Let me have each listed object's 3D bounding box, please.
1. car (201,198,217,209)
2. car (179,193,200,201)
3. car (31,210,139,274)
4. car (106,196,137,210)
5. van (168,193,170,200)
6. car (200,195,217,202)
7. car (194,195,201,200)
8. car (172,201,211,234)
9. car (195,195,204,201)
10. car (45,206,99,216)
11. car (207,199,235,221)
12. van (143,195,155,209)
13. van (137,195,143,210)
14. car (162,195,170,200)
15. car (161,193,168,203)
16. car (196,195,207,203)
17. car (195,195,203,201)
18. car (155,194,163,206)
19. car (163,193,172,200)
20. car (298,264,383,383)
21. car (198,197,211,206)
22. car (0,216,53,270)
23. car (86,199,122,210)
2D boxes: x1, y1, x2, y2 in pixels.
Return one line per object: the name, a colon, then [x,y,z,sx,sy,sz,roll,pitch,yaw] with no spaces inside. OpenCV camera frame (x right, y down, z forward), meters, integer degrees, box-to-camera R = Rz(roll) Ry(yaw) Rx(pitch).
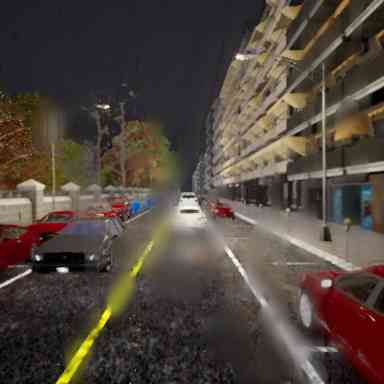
car: [2.146,1.484,43.304,1.802,1.307,4.206,0,0,-1]
car: [-0.412,1.145,40.157,2.150,2.045,5.566,0,0,-1]
car: [-3.213,1.536,10.865,2.033,1.411,5.357,0,0,-1]
car: [-6.016,1.293,26.304,2.192,1.841,5.009,0,0,-1]
van: [-6.674,1.265,76.972,1.690,1.788,3.998,0,0,-1]
car: [2.218,1.350,37.674,1.967,1.590,4.097,0,0,-1]
car: [1.486,1.433,93.974,1.947,1.339,4.313,0,0,-1]
car: [-0.137,1.477,18.744,1.812,1.442,4.674,0,0,0]
car: [1.704,1.396,77.252,1.752,1.417,4.829,0,0,-1]
car: [-5.867,1.540,15.046,1.887,1.381,4.507,0,0,-1]
car: [2.366,1.507,26.413,1.802,1.307,4.206,0,0,-1]
van: [-6.235,1.296,43.194,1.690,1.788,3.998,0,0,-1]
van: [-6.088,1.312,31.934,1.690,1.788,3.998,0,0,-1]
car: [-6.820,1.466,88.233,1.887,1.381,4.507,0,0,-1]
car: [-6.528,1.245,65.713,2.192,1.841,5.009,0,0,-1]
car: [1.852,1.317,65.822,1.967,1.590,4.097,0,0,-1]
car: [1.633,1.451,82.712,1.802,1.307,4.206,0,0,-1]
car: [-6.380,1.507,54.454,1.947,1.339,4.313,0,0,-1]
car: [-6.894,1.235,93.864,2.192,1.841,5.009,0,0,-1]
car: [2.660,1.516,3.897,1.887,1.381,4.507,0,0,-1]
car: [1.999,1.454,54.564,1.947,1.339,4.313,0,0,-1]
car: [-5.794,1.591,9.419,1.802,1.307,4.206,0,0,-1]
car: [-5.940,1.426,20.674,1.967,1.590,4.097,0,0,-1]
